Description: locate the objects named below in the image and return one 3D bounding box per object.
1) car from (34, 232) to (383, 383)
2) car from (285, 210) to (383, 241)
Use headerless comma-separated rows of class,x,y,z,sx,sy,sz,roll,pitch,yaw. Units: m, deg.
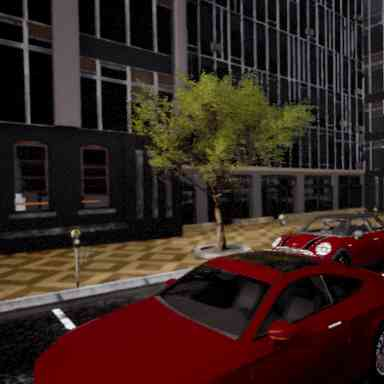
car,0.706,1.504,3.873,4.674,1.442,1.812,-1,0,-35
car,4.095,1.369,9.516,4.097,1.590,1.967,-1,-1,-36
